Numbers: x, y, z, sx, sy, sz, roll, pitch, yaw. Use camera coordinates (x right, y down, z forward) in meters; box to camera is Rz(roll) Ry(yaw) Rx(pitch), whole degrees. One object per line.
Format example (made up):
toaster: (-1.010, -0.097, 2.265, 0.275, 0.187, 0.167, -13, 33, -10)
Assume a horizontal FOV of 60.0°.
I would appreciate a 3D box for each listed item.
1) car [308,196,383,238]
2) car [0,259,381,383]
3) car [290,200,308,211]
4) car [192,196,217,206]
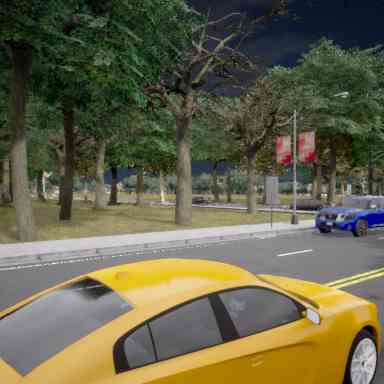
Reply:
car: (9.111, 1.227, 17.957, 5.566, 2.045, 2.150, 0, 0, -33)
car: (0.053, 1.478, 3.479, 5.008, 1.535, 1.882, 0, 0, -36)
car: (13.562, 1.536, 37.076, 2.033, 1.411, 5.357, 0, 0, -35)
car: (1.911, 1.472, 53.418, 1.837, 1.490, 4.892, 0, 0, -35)
